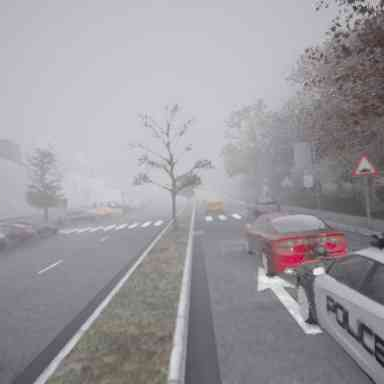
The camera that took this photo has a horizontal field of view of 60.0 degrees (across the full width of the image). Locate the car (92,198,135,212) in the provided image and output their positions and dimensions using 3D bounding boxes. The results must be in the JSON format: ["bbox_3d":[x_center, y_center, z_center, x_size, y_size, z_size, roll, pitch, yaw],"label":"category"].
[{"bbox_3d":[-11.489,2.320,46.999,5.566,2.045,2.435,-6,0,-19],"label":"car"}]

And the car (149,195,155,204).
[{"bbox_3d":[-11.205,2.283,71.003,5.008,1.535,2.097,-6,1,-19],"label":"car"}]

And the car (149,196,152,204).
[{"bbox_3d":[-11.244,2.374,68.004,4.674,1.452,2.002,-6,1,-19],"label":"car"}]

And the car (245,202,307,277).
[{"bbox_3d":[2.748,1.301,9.840,1.882,1.535,5.008,-5,0,1],"label":"car"}]

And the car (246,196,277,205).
[{"bbox_3d":[5.110,1.096,24.223,2.128,1.511,4.902,-5,0,1],"label":"car"}]

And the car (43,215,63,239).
[{"bbox_3d":[-11.758,2.653,22.980,4.792,1.488,2.163,-6,0,-19],"label":"car"}]

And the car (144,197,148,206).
[{"bbox_3d":[-11.311,2.468,62.005,4.674,1.452,2.002,-6,0,-19],"label":"car"}]

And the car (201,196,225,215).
[{"bbox_3d":[2.167,1.345,33.599,1.882,1.535,5.008,-5,0,1],"label":"car"}]

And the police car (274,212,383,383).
[{"bbox_3d":[2.673,1.257,3.949,1.930,1.638,5.238,-5,0,1],"label":"police car"}]

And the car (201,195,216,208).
[{"bbox_3d":[2.311,1.307,47.088,1.882,1.535,5.008,-5,1,1],"label":"car"}]

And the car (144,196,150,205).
[{"bbox_3d":[-11.322,2.259,64.992,4.553,1.767,2.185,-6,1,-19],"label":"car"}]

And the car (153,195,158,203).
[{"bbox_3d":[-11.117,2.204,77.019,4.792,1.488,2.163,-6,1,-19],"label":"car"}]

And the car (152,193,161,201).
[{"bbox_3d":[-11.114,1.875,80.017,5.566,2.045,2.435,-6,1,-19],"label":"car"}]

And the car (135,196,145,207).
[{"bbox_3d":[-11.433,2.251,55.979,5.566,2.045,2.435,-6,1,-19],"label":"car"}]

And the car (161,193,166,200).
[{"bbox_3d":[-11.027,1.698,91.986,5.566,2.045,2.435,-6,1,-19],"label":"car"}]

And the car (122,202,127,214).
[{"bbox_3d":[-11.526,2.624,43.981,4.674,1.452,2.002,-6,0,-19],"label":"car"}]

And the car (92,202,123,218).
[{"bbox_3d":[-11.734,2.609,40.910,5.366,1.575,1.946,-6,0,-19],"label":"car"}]

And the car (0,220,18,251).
[{"bbox_3d":[-11.845,2.507,16.989,4.553,1.767,2.185,-6,0,-19],"label":"car"}]

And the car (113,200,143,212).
[{"bbox_3d":[-11.370,2.495,58.981,4.792,1.488,2.163,-6,1,-19],"label":"car"}]

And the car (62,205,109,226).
[{"bbox_3d":[-11.608,2.634,34.985,4.792,1.488,2.163,-6,0,-19],"label":"car"}]

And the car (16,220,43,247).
[{"bbox_3d":[-11.816,2.670,19.962,4.674,1.452,2.002,-6,0,-19],"label":"car"}]

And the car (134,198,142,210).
[{"bbox_3d":[-11.245,2.505,53.052,5.366,1.575,1.946,-6,0,-19],"label":"car"}]
